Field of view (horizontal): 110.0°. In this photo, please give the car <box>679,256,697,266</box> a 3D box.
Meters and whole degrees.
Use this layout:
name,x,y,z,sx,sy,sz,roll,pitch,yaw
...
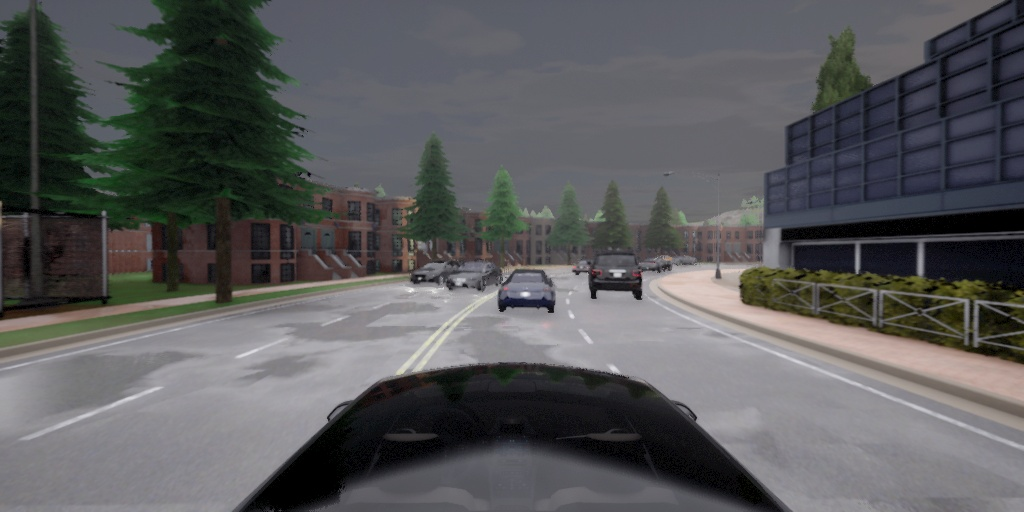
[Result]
name,x,y,z,sx,sy,sz,roll,pitch,yaw
car,24.000,0.706,50.882,4.902,1.511,2.128,0,1,-25

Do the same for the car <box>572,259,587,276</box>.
name,x,y,z,sx,sy,sz,roll,pitch,yaw
car,7.041,0.972,31.551,2.033,1.411,5.357,0,1,32

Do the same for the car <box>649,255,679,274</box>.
name,x,y,z,sx,sy,sz,roll,pitch,yaw
car,14.099,0.880,34.889,2.128,1.511,4.902,0,1,41

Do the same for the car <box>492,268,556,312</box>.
name,x,y,z,sx,sy,sz,roll,pitch,yaw
car,0.668,1.184,13.603,1.994,1.385,4.181,0,1,7

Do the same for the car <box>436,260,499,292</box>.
name,x,y,z,sx,sy,sz,roll,pitch,yaw
car,-1.936,1.046,19.551,2.128,1.511,4.902,0,1,15

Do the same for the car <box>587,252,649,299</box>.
name,x,y,z,sx,sy,sz,roll,pitch,yaw
car,4.775,0.807,16.996,2.150,2.045,5.566,0,1,12

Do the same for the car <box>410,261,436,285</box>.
name,x,y,z,sx,sy,sz,roll,pitch,yaw
car,-4.581,1.022,22.957,1.837,1.490,4.892,0,1,18
